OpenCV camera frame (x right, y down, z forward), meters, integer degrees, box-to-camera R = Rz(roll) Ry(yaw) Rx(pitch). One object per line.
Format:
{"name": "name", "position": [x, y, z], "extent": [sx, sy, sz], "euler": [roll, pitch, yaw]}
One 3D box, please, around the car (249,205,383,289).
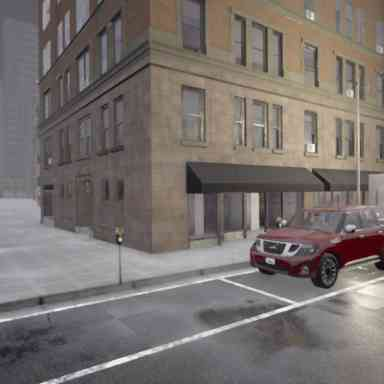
{"name": "car", "position": [3.891, 1.312, 9.330], "extent": [5.009, 1.841, 2.192], "euler": [0, -1, -36]}
